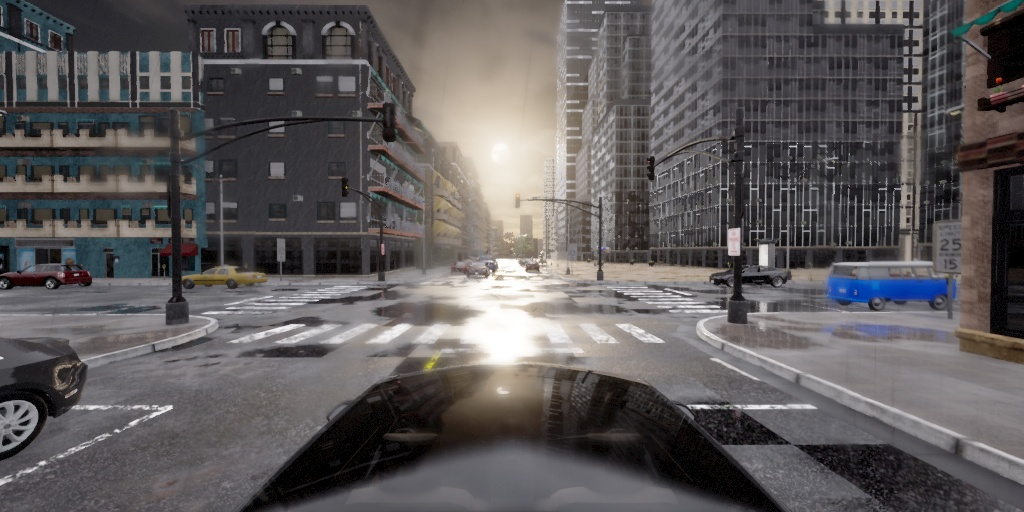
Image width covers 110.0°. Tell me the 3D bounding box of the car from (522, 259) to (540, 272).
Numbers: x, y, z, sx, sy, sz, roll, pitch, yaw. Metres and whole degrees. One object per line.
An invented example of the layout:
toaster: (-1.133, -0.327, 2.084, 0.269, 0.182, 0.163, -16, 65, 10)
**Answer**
car: (2.575, 1.289, 46.007, 1.888, 1.381, 4.507, 0, 0, 0)

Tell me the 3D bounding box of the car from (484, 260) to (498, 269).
car: (-3.187, 1.310, 55.456, 1.994, 1.385, 4.181, 0, 0, 0)

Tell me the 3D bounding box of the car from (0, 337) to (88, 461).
car: (-5.692, 1.300, 2.219, 2.007, 1.370, 4.403, 0, 0, 0)

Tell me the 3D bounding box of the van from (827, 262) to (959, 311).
van: (14.667, 1.116, 13.913, 3.998, 1.789, 1.690, 0, 0, 0)

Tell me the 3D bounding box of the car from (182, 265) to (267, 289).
car: (-17.920, 1.247, 22.180, 4.829, 1.417, 1.751, 0, 0, 0)

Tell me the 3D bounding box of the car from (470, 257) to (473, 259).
car: (-5.772, 1.184, 45.934, 1.967, 1.591, 4.097, 0, 0, 0)

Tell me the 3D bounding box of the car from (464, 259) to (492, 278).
car: (-3.158, 1.270, 34.261, 1.812, 1.442, 4.674, 0, 0, 0)

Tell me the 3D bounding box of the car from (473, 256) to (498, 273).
car: (-3.177, 0.966, 44.882, 2.150, 2.045, 5.566, 0, 0, 0)

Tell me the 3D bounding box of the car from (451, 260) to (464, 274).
car: (-5.762, 1.289, 40.285, 1.888, 1.381, 4.507, 0, 0, 0)

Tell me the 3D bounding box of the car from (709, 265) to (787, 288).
car: (14.638, 1.215, 22.293, 4.313, 1.339, 1.948, 0, 0, 0)

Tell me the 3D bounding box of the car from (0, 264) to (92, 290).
car: (-28.818, 1.190, 22.142, 4.097, 1.591, 1.967, 0, 0, 0)
